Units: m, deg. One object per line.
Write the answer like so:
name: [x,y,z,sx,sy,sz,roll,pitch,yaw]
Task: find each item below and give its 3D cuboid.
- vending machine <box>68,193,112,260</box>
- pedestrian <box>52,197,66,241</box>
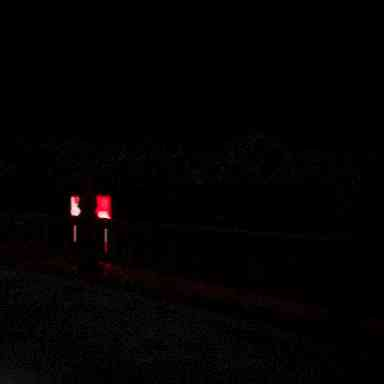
vending machine: [-3.405,1.092,11.173,0.880,2.100,1.100,1,0,30]
pedestrian: [-4.534,1.031,11.164,0.375,1.860,0.375,1,0,30]
